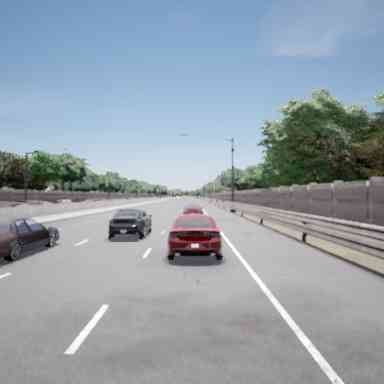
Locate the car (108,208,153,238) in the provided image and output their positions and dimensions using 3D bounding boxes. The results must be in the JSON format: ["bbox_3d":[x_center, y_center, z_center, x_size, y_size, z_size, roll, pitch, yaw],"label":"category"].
[{"bbox_3d":[-3.397,1.700,18.851,1.837,1.490,4.892,0,0,0],"label":"car"}]

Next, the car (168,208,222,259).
[{"bbox_3d":[0.103,1.613,13.249,1.882,1.535,5.008,0,0,0],"label":"car"}]

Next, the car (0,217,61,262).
[{"bbox_3d":[-6.893,1.677,12.654,2.033,1.411,5.357,0,-1,0],"label":"car"}]

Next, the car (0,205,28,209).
[{"bbox_3d":[-17.501,1.947,32.987,1.895,1.301,4.718,0,-1,0],"label":"car"}]

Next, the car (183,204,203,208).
[{"bbox_3d":[0.105,1.855,31.635,1.812,1.442,4.674,0,0,0],"label":"car"}]
